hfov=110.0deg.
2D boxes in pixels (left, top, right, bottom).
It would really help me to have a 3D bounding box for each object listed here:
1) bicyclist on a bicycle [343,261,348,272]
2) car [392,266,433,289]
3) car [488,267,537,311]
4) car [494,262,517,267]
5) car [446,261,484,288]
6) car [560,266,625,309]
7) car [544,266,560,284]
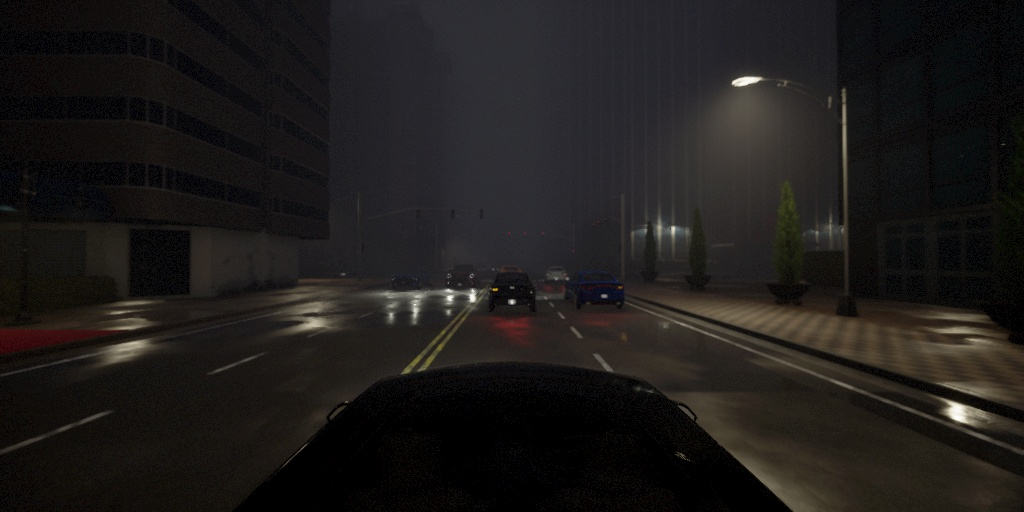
[{"bbox_3d":[-26.415,1.654,56.778,0.582,1.620,1.656,0,0,-1],"label":"bicyclist on a bicycle"},{"bbox_3d":[-7.026,1.490,25.674,1.882,1.535,5.008,0,-1,0],"label":"car"},{"bbox_3d":[0.020,1.407,15.337,1.837,1.490,4.892,0,0,0],"label":"car"},{"bbox_3d":[-0.283,1.550,31.045,1.882,1.535,5.008,0,0,-6],"label":"car"},{"bbox_3d":[-3.520,1.373,26.510,2.097,1.767,4.553,0,-1,0],"label":"car"},{"bbox_3d":[3.527,1.385,16.066,1.882,1.535,5.008,0,0,0],"label":"car"},{"bbox_3d":[3.871,1.594,30.691,1.812,1.442,4.674,0,0,9],"label":"car"}]
